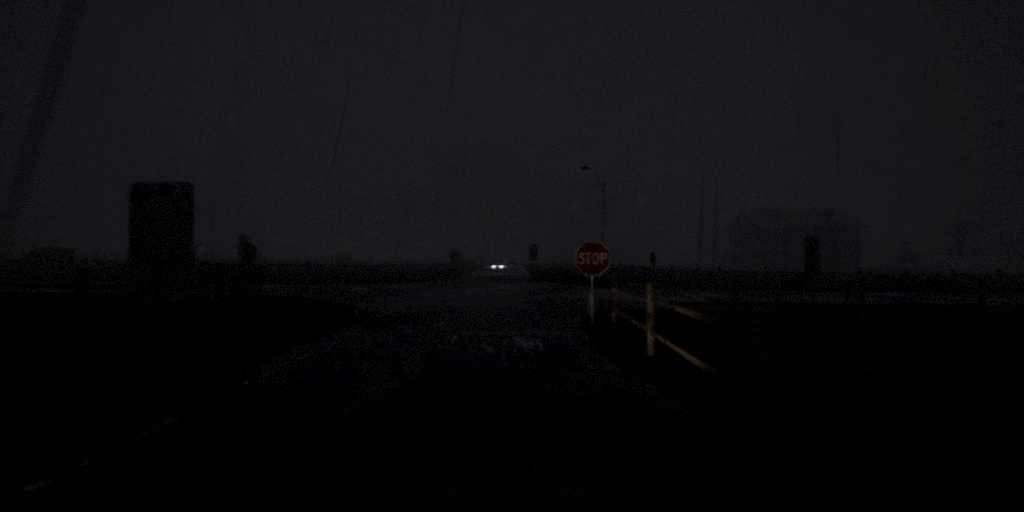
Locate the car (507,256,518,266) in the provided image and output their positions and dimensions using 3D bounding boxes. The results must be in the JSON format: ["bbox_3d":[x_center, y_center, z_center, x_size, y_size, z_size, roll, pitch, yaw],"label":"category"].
[{"bbox_3d":[0.055,1.041,65.306,1.994,1.385,4.181,0,0,0],"label":"car"}]
